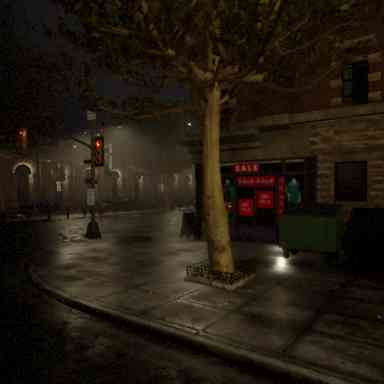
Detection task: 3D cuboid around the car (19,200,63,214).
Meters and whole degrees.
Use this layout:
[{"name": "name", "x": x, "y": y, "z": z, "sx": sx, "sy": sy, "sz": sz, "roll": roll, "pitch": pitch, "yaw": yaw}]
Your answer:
[{"name": "car", "x": -15.739, "y": 1.564, "z": 34.826, "sx": 1.994, "sy": 1.385, "sz": 4.181, "roll": 0, "pitch": 0, "yaw": 36}]

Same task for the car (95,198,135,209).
[{"name": "car", "x": -9.605, "y": 1.492, "z": 43.275, "sx": 2.128, "sy": 1.511, "sz": 4.902, "roll": 0, "pitch": 0, "yaw": 36}]

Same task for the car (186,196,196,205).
[{"name": "car", "x": 0.993, "y": 1.477, "z": 57.787, "sx": 1.882, "sy": 1.535, "sz": 5.008, "roll": 0, "pitch": 0, "yaw": 37}]

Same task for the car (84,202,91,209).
[{"name": "car", "x": -12.153, "y": 1.595, "z": 45.125, "sx": 1.895, "sy": 1.301, "sz": 4.718, "roll": 0, "pitch": 0, "yaw": 36}]
